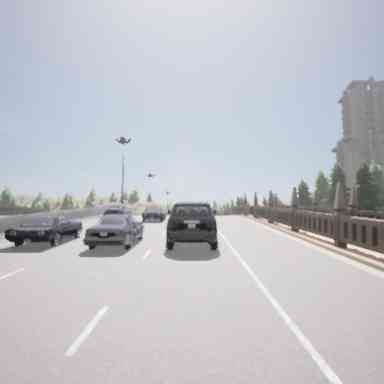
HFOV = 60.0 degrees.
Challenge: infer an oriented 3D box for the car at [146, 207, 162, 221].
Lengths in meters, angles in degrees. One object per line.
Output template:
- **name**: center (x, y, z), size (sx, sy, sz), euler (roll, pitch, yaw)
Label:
- **car**: center (-3.496, 2.037, 31.520), size (1.895, 1.301, 4.718), euler (0, -1, 0)

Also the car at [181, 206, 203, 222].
- **car**: center (0.003, 2.037, 31.519), size (1.895, 1.301, 4.718), euler (0, -1, 0)

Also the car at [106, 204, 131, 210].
- **car**: center (-6.995, 1.946, 31.661), size (1.837, 1.490, 4.892), euler (0, 0, 0)

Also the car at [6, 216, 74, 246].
- **car**: center (-6.990, 1.827, 16.405), size (1.895, 1.301, 4.718), euler (0, -1, 0)

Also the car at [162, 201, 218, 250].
- **car**: center (0.003, 1.440, 15.647), size (2.150, 2.045, 5.566), euler (0, 0, 0)

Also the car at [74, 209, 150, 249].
- **car**: center (-3.497, 1.764, 15.696), size (2.033, 1.411, 5.357), euler (0, -1, 0)
